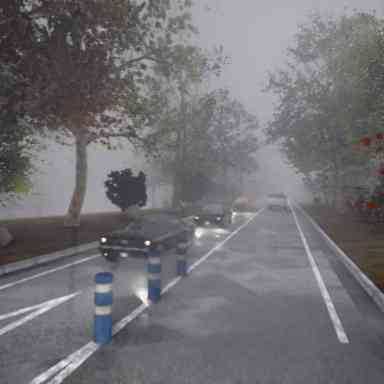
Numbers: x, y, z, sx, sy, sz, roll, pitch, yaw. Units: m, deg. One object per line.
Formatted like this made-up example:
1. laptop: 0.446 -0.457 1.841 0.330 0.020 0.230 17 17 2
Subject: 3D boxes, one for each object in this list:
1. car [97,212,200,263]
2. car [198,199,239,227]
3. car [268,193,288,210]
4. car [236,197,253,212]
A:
1. car: -1.367 1.538 11.866 1.895 1.301 4.718 1 0 17
2. car: 1.601 1.457 22.416 2.033 1.411 5.357 1 1 15
3. car: 10.642 1.091 41.434 2.150 2.045 5.566 1 0 16
4. car: 5.637 1.291 36.805 1.882 1.535 5.008 1 1 16
